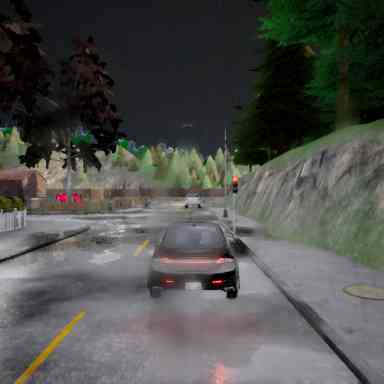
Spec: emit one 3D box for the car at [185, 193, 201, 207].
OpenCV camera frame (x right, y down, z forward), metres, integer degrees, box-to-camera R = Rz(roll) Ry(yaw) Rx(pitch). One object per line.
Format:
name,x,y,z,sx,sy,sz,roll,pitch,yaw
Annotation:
car,0.144,1.221,50.173,2.150,2.045,5.566,0,0,0

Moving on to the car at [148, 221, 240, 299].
car,0.054,1.492,8.458,2.128,1.511,4.902,0,0,1
